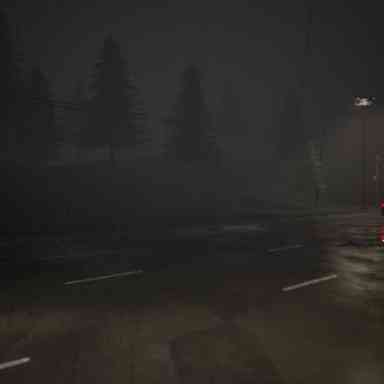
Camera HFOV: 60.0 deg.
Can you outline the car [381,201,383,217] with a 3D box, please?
[{"bbox_3d":[15.533,1.041,23.436,5.566,2.045,2.150,0,0,-36],"label":"car"}]
